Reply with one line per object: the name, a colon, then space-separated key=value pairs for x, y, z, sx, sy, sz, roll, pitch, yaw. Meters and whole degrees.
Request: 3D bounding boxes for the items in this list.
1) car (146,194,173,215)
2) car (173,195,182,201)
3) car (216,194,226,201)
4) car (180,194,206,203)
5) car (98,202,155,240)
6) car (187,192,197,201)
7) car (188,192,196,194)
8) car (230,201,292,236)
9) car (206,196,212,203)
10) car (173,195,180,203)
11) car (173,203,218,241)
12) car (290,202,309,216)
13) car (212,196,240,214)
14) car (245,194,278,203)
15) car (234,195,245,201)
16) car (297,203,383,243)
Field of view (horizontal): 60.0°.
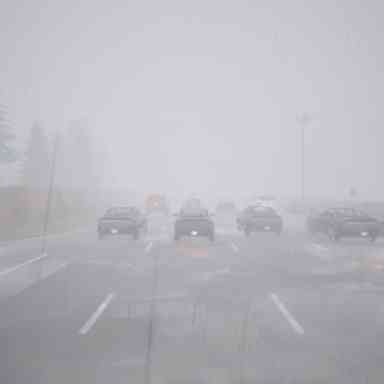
car: x=-3.403 y=1.240 z=33.602 sx=2.150 sy=2.045 sz=5.566 roll=0 pitch=0 yaw=0
car: x=-3.515 y=1.395 z=80.572 sx=1.837 sy=1.490 sz=4.892 roll=0 pitch=0 yaw=0
car: x=6.985 y=1.373 z=80.604 sx=1.882 sy=1.535 sz=5.008 roll=0 pitch=0 yaw=0
car: x=0.098 y=1.371 z=34.162 sx=2.097 sy=1.767 sz=4.553 roll=0 pitch=0 yaw=0
car: x=-3.401 y=1.501 z=17.007 sx=2.128 sy=1.511 sz=4.902 roll=0 pitch=0 yaw=0
car: x=-0.015 y=1.120 z=80.613 sx=2.150 sy=2.045 sz=5.566 roll=0 pitch=0 yaw=0
car: x=-0.006 y=1.242 z=70.188 sx=2.150 sy=2.045 sz=5.566 roll=0 pitch=0 yaw=0
car: x=3.599 y=1.502 z=18.371 sx=2.128 sy=1.511 sz=4.902 roll=0 pitch=0 yaw=0
car: x=3.493 y=1.563 z=73.042 sx=2.128 sy=1.511 sz=4.902 roll=0 pitch=0 yaw=0
car: x=-3.506 y=1.509 z=70.157 sx=1.882 sy=1.535 sz=5.008 roll=0 pitch=0 yaw=0
car: x=0.098 y=1.514 z=16.786 sx=1.837 sy=1.490 sz=4.892 roll=0 pitch=0 yaw=0
car: x=10.597 y=1.619 z=32.887 sx=1.895 sy=1.301 sz=4.718 roll=0 pitch=0 yaw=0
car: x=3.597 y=1.498 z=36.002 sx=1.882 sy=1.535 sz=5.008 roll=0 pitch=0 yaw=0
car: x=7.098 y=1.240 z=33.596 sx=2.150 sy=2.045 sz=5.566 roll=0 pitch=0 yaw=0
car: x=10.494 y=1.532 z=70.576 sx=1.837 sy=1.490 sz=4.892 roll=0 pitch=0 yaw=0
car: x=7.099 y=1.501 z=16.129 sx=2.128 sy=1.511 sz=4.902 roll=0 pitch=0 yaw=0
